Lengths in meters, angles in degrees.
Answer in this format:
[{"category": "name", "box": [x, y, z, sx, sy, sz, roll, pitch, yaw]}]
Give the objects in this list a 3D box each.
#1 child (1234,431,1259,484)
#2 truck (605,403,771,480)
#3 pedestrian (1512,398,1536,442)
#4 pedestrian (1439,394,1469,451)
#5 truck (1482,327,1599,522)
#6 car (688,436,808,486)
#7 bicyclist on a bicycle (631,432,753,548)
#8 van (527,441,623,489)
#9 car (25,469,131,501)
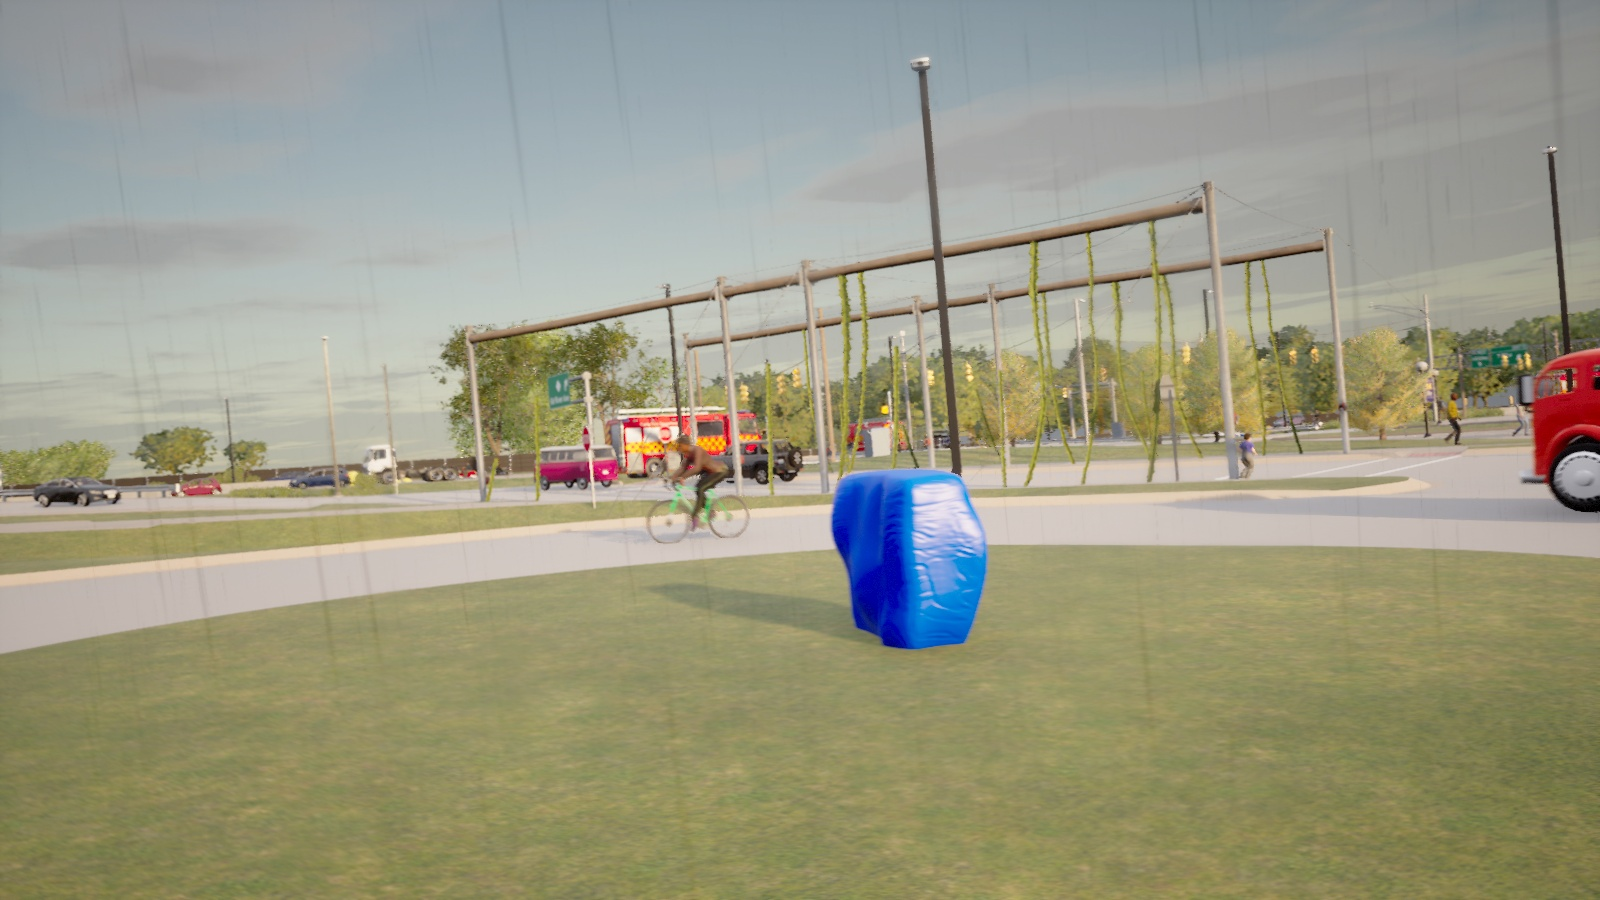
[{"category": "child", "box": [10.877, 0.187, 30.587, 0.437, 1.263, 0.270, -5, 0, -36]}, {"category": "truck", "box": [-6.097, -0.488, 69.114, 8.468, 3.827, 2.891, -3, -1, -30]}, {"category": "pedestrian", "box": [30.958, -1.285, 53.710, 0.354, 1.836, 0.706, -5, 0, -34]}, {"category": "pedestrian", "box": [21.717, -0.902, 41.715, 0.726, 1.835, 0.370, -4, 0, 36]}, {"category": "truck", "box": [11.618, -0.374, 15.560, 2.627, 2.467, 5.204, -2, 0, -15]}, {"category": "car", "box": [-2.161, 0.465, 51.709, 4.605, 1.855, 1.932, -2, 1, 35]}, {"category": "bicyclist on a bicycle", "box": [-1.630, 0.577, 18.982, 1.656, 1.620, 0.582, -4, 1, -24]}, {"category": "van", "box": [-10.363, 0.704, 57.685, 4.442, 1.987, 1.775, -2, 2, 39]}, {"category": "car", "box": [-37.299, 1.800, 64.867, 4.902, 1.511, 2.128, -1, 2, 23]}]
